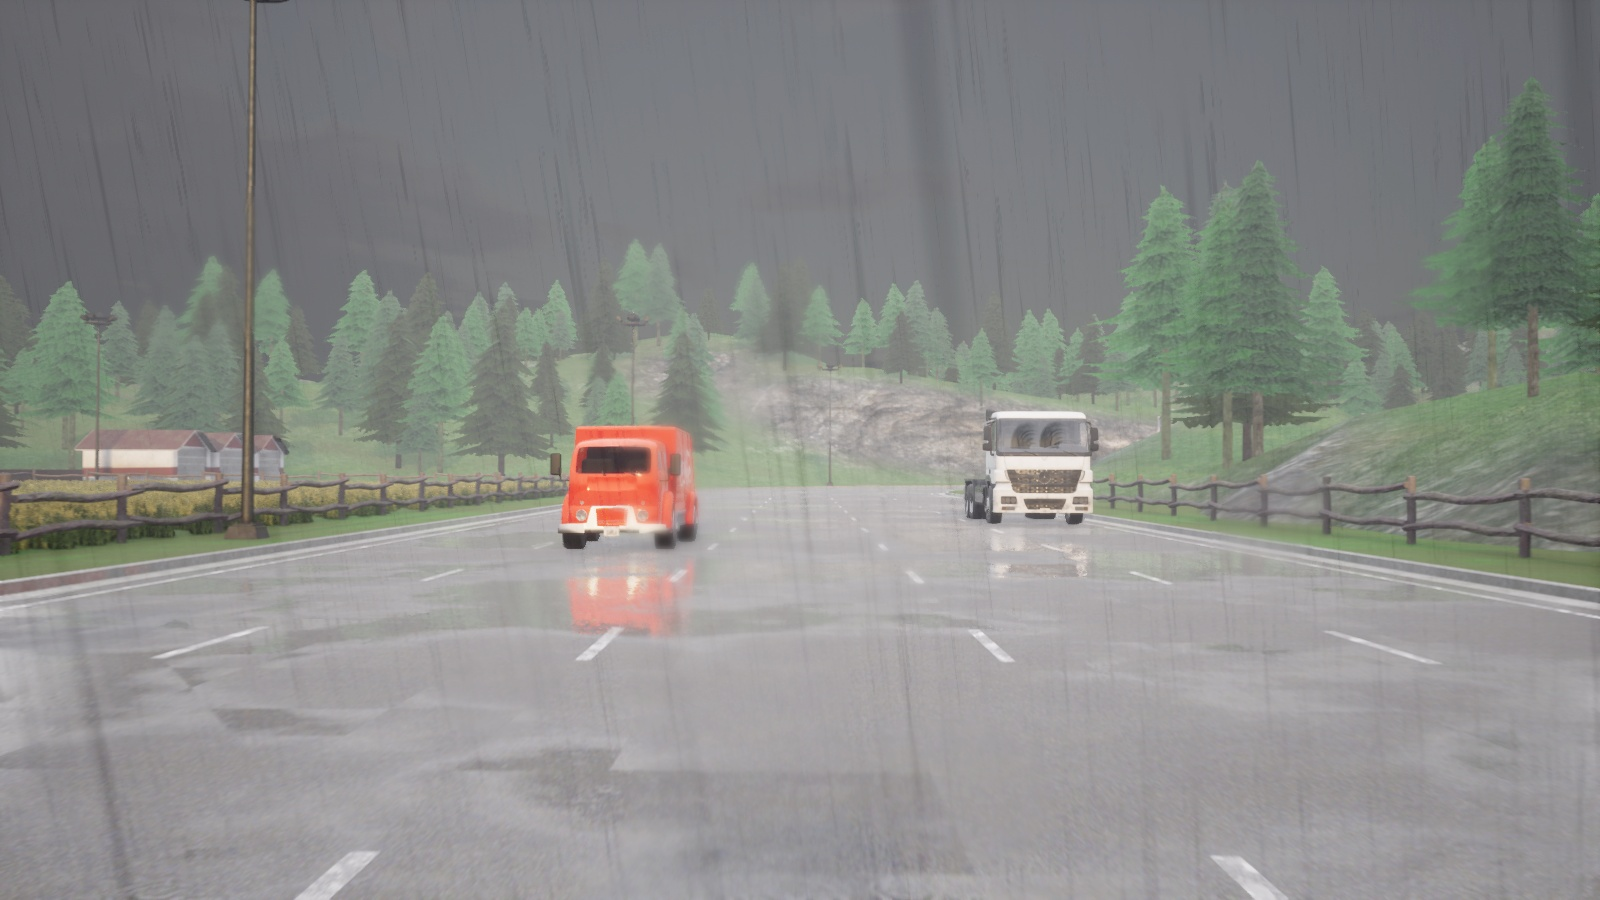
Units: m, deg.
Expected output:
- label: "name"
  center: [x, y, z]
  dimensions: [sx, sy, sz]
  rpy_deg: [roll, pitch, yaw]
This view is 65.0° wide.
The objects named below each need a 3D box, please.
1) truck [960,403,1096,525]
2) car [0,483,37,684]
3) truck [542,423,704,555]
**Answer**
- label: "truck"
  center: [7.007, 0.471, 39.799]
  dimensions: [2.891, 3.462, 7.936]
  rpy_deg: [0, -1, 0]
- label: "car"
  center: [-7.018, 0.966, 7.380]
  dimensions: [2.163, 1.488, 4.792]
  rpy_deg: [0, -1, 0]
- label: "truck"
  center: [-3.528, 0.781, 26.199]
  dimensions: [2.627, 2.467, 5.204]
  rpy_deg: [0, -1, 0]
